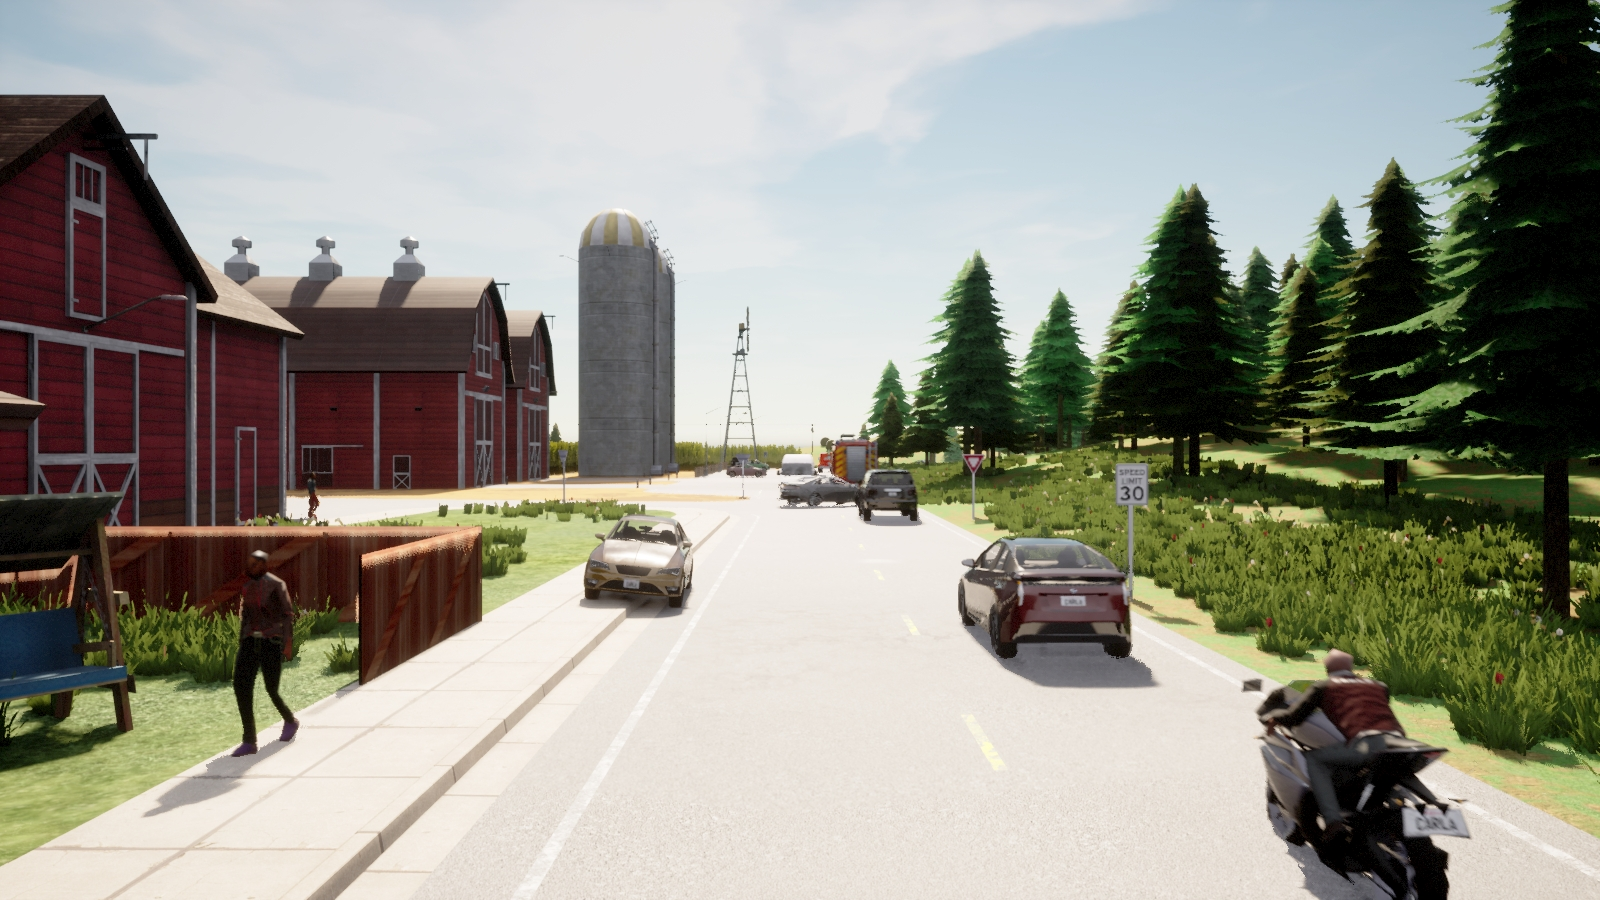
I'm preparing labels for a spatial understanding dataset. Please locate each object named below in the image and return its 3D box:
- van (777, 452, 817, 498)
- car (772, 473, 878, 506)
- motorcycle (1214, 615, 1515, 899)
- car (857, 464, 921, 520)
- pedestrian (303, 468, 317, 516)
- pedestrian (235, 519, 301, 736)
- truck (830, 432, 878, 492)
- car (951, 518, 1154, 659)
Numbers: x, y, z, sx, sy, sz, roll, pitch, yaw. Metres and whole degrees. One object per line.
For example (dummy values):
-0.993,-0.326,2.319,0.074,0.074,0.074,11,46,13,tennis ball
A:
-0.125,1.394,66.461,1.988,2.561,5.915,0,0,3,van
1.271,1.886,56.029,4.902,1.511,2.128,1,0,-37,car
3.524,1.961,7.428,0.867,1.460,2.209,0,0,0,motorcycle
3.550,1.635,46.742,2.150,2.045,5.566,0,0,0,car
-18.997,1.616,44.277,0.375,1.860,0.375,0,0,-1,pedestrian
-4.718,1.555,10.140,0.375,1.860,0.375,0,0,12,pedestrian
3.561,0.751,77.337,2.891,3.827,8.468,0,0,0,truck
3.520,1.900,16.838,2.007,1.525,4.514,0,0,0,car
